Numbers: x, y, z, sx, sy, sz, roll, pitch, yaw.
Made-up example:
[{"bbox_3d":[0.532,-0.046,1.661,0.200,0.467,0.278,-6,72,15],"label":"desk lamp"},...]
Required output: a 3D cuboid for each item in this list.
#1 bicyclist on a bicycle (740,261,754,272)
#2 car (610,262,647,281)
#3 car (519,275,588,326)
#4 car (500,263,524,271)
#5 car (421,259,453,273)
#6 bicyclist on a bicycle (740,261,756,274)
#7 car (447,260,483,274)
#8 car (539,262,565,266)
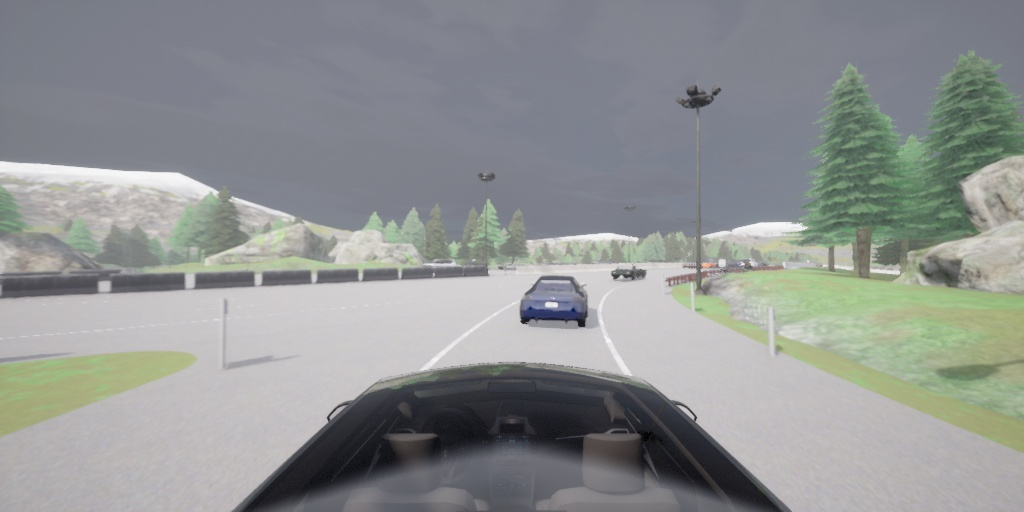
[{"bbox_3d":[29.743,1.462,45.642,1.656,1.620,0.582,1,0,38],"label":"bicyclist on a bicycle"},{"bbox_3d":[10.641,1.482,32.351,1.895,1.301,4.718,-1,-1,36],"label":"car"},{"bbox_3d":[1.504,1.333,11.905,1.994,1.385,4.181,0,0,12],"label":"car"},{"bbox_3d":[0.661,1.975,63.201,4.718,1.301,1.895,1,-1,-44],"label":"car"},{"bbox_3d":[-10.626,1.487,51.968,5.566,2.045,2.150,1,-1,-45],"label":"car"},{"bbox_3d":[30.456,1.468,46.344,0.582,1.620,1.656,3,-1,-22],"label":"bicyclist on a bicycle"},{"bbox_3d":[-5.591,1.682,47.105,4.892,1.490,1.837,0,-1,-45],"label":"car"},{"bbox_3d":[5.681,1.829,58.343,5.357,1.411,2.033,1,-1,-44],"label":"car"}]
